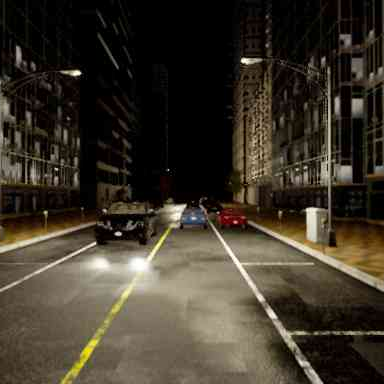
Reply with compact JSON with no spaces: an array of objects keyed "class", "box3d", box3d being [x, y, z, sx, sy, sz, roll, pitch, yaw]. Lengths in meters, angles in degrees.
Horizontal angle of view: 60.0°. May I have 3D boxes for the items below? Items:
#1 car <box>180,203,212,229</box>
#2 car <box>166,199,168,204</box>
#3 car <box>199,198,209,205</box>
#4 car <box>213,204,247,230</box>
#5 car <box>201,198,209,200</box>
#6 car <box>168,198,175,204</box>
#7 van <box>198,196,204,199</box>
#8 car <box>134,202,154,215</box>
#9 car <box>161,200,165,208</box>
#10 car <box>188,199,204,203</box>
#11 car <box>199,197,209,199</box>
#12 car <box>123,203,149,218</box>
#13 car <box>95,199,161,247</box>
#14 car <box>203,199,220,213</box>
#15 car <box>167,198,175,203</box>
[{"class":"car","box3d":[0.102,1.762,23.674,2.033,1.411,5.357,0,0,0]},{"class":"car","box3d":[-5.685,2.053,57.031,1.947,1.339,4.313,0,0,0]},{"class":"car","box3d":[2.697,2.058,74.099,1.967,1.590,4.097,0,0,0]},{"class":"car","box3d":[2.693,1.752,22.870,1.887,1.381,4.507,0,0,0]},{"class":"car","box3d":[2.695,2.008,51.330,1.947,1.339,4.313,0,0,0]},{"class":"car","box3d":[-5.684,2.224,85.323,1.752,1.417,4.829,0,0,0]},{"class":"van","box3d":[2.697,1.916,68.409,1.690,1.788,3.998,0,0,0]},{"class":"car","box3d":[-5.686,1.932,39.954,1.802,1.307,4.206,0,0,0]},{"class":"car","box3d":[-5.685,1.987,51.339,1.887,1.381,4.507,0,0,0]},{"class":"car","box3d":[0.102,1.915,42.182,2.033,1.411,5.357,0,0,0]},{"class":"car","box3d":[2.696,2.097,62.714,1.947,1.339,4.313,0,0,0]},{"class":"car","box3d":[-5.686,1.848,34.261,1.887,1.381,4.507,0,0,0]},{"class":"car","box3d":[-2.999,1.371,16.281,2.150,2.045,5.566,0,-1,0]},{"class":"car","box3d":[2.694,1.916,39.946,1.947,1.339,4.313,0,0,0]},{"class":"car","box3d":[-5.683,2.291,91.187,2.008,1.369,4.403,0,0,0]}]
